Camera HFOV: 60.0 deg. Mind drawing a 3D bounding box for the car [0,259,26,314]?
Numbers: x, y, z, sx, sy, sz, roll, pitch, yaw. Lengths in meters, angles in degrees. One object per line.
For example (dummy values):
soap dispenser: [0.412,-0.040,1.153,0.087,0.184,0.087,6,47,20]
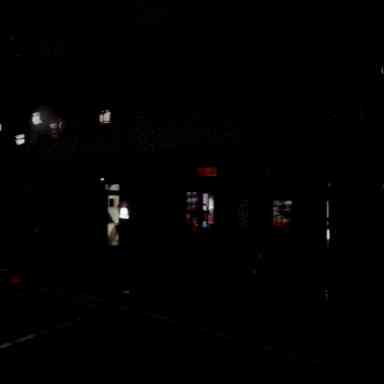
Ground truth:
car: [-4.772,1.593,6.291,4.206,1.307,1.802,0,1,36]
